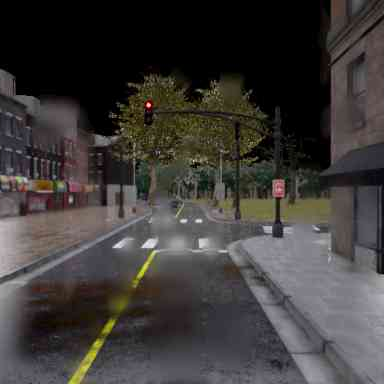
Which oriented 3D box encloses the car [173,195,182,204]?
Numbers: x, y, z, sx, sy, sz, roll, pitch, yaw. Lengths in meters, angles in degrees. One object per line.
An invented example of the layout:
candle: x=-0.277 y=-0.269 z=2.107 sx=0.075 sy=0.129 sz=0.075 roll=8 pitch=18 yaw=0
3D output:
car: x=-3.093 y=1.442 z=65.170 sx=2.097 sy=1.767 sz=4.553 roll=0 pitch=0 yaw=-4

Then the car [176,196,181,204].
car: x=-2.949 y=1.600 z=46.705 sx=2.033 sy=1.411 sz=5.357 roll=0 pitch=0 yaw=0

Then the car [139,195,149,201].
car: x=-11.300 y=1.606 z=84.361 sx=5.008 sy=1.535 sz=1.882 roll=0 pitch=0 yaw=30

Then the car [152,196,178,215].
car: x=-2.919 y=1.513 z=34.090 sx=2.128 sy=1.511 sz=4.902 roll=0 pitch=0 yaw=0
